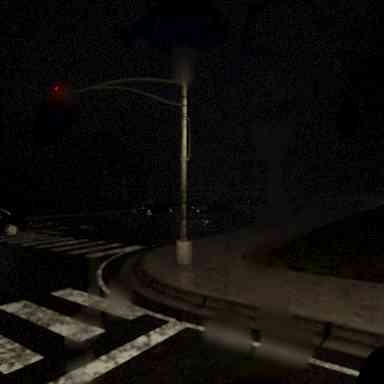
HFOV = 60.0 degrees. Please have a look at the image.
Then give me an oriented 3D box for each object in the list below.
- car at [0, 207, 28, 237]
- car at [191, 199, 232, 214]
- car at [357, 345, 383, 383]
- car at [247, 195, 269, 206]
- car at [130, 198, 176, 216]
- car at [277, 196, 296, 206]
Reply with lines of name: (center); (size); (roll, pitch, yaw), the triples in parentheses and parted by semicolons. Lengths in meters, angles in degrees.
car: (-10.248, 1.421, 15.389); (1.837, 1.490, 4.892); (0, 0, 35)
car: (2.058, 1.386, 33.021); (2.033, 1.411, 5.357); (0, 0, 35)
car: (3.379, 1.485, 1.279); (5.008, 1.535, 1.882); (0, 0, 37)
car: (10.005, 1.296, 49.976); (1.837, 1.490, 4.892); (0, 0, 35)
car: (-3.543, 1.334, 30.670); (1.882, 1.535, 5.008); (0, 0, 35)
car: (14.494, 1.311, 50.681); (1.812, 1.442, 4.674); (0, 0, 35)
